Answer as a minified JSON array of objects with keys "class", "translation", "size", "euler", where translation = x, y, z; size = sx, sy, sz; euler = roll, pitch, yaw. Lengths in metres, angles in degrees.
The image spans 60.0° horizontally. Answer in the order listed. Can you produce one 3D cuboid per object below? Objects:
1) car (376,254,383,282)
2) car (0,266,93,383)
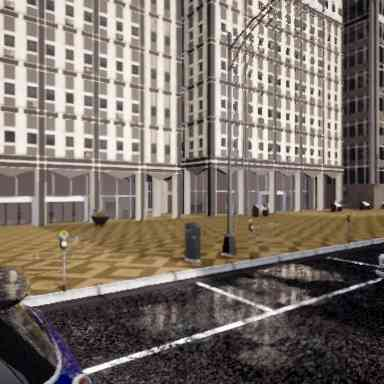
[{"class":"car","translation":[6.381,1.594,7.907],"size":[4.718,1.301,1.895],"euler":[0,0,-35]},{"class":"car","translation":[-2.739,1.353,1.421],"size":[4.553,1.767,2.097],"euler":[0,0,-35]}]
